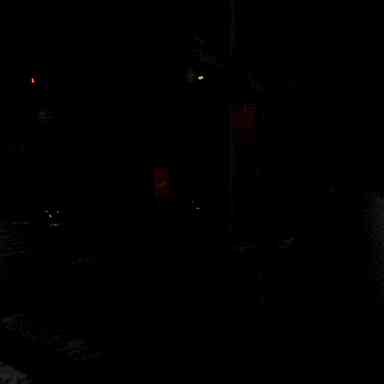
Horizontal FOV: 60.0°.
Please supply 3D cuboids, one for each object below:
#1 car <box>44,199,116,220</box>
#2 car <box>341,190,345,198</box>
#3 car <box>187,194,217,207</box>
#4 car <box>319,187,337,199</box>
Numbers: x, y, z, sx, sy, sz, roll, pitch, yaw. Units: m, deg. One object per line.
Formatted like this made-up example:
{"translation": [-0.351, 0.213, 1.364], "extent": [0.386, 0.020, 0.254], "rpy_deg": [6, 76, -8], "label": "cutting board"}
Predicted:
{"translation": [-8.259, 1.225, 25.138], "extent": [2.033, 1.411, 5.357], "rpy_deg": [0, 1, 35], "label": "car"}
{"translation": [28.202, 0.379, 60.027], "extent": [1.837, 1.490, 4.892], "rpy_deg": [0, 1, 34], "label": "car"}
{"translation": [1.221, 0.955, 38.723], "extent": [1.994, 1.385, 4.181], "rpy_deg": [0, 1, 35], "label": "car"}
{"translation": [24.951, 0.106, 61.056], "extent": [2.150, 2.045, 5.566], "rpy_deg": [0, 1, 35], "label": "car"}
